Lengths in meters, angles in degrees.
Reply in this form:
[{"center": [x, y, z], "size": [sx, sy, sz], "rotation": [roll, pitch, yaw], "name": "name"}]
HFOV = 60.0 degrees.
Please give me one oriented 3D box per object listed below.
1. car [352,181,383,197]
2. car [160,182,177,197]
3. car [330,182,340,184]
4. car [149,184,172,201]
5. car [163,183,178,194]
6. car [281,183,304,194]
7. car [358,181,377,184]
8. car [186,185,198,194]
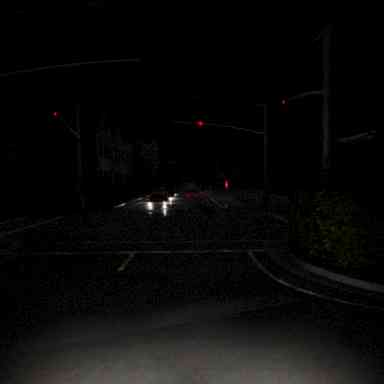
[{"center": [22.299, -0.453, 42.029], "size": [1.932, 1.855, 4.605], "rotation": [-1, 2, 0], "name": "car"}, {"center": [-3.694, -0.405, 47.644], "size": [2.150, 2.045, 5.566], "rotation": [-1, 2, 0], "name": "car"}, {"center": [25.363, -1.019, 59.416], "size": [2.152, 1.636, 5.027], "rotation": [-1, 2, 0], "name": "car"}, {"center": [-3.682, 0.185, 37.728], "size": [1.882, 1.535, 5.008], "rotation": [-1, 2, 0], "name": "car"}, {"center": [-3.671, -0.609, 57.534], "size": [2.097, 1.767, 4.553], "rotation": [-1, 2, 0], "name": "car"}, {"center": [15.317, -0.507, 52.014], "size": [2.007, 1.523, 4.514], "rotation": [-1, 2, 0], "name": "car"}, {"center": [19.046, -0.169, 34.152], "size": [1.905, 1.878, 3.866], "rotation": [-1, 2, 0], "name": "car"}, {"center": [-0.012, -0.455, 56.858], "size": [1.812, 1.442, 4.674], "rotation": [-1, 2, 0], "name": "car"}]
